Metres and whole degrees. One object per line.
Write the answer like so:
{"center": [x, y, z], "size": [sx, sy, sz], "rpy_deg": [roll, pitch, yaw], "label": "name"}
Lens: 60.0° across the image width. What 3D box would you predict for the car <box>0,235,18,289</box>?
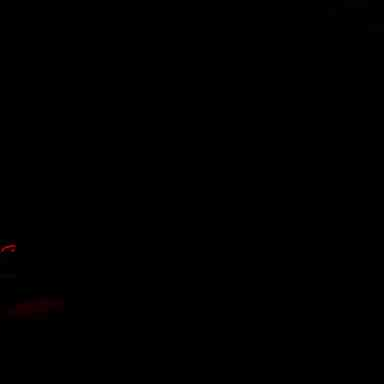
{"center": [-5.948, 1.382, 7.648], "size": [4.792, 1.488, 2.163], "rpy_deg": [0, 0, 34], "label": "car"}
